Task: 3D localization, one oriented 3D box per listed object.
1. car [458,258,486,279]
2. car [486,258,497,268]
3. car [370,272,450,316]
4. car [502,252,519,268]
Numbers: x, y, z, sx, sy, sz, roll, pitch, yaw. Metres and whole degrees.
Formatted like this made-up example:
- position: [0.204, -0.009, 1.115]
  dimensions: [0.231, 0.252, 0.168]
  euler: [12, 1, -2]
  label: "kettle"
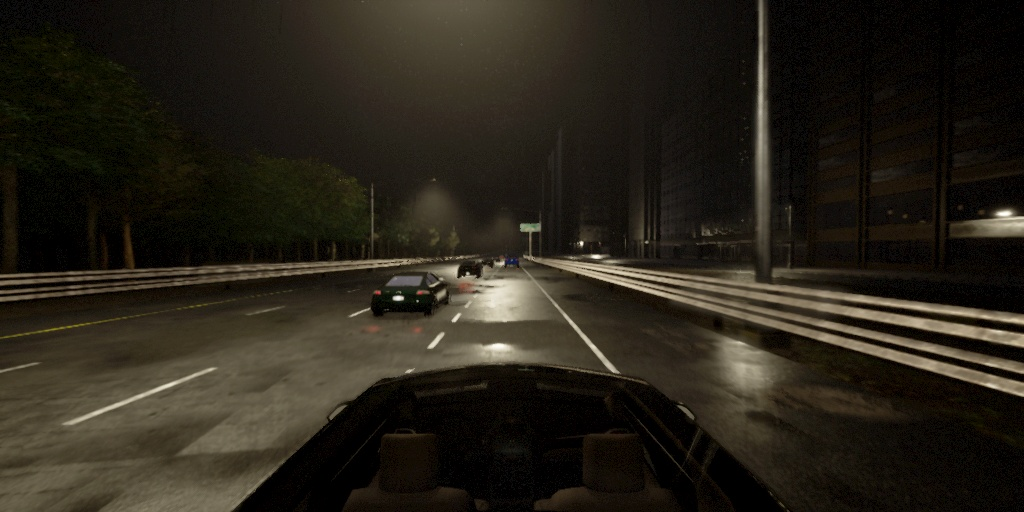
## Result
- position: [-3.540, 1.134, 31.077]
  dimensions: [1.837, 1.490, 4.892]
  euler: [0, 0, 0]
  label: "car"
- position: [-3.630, 1.039, 53.598]
  dimensions: [1.837, 1.490, 4.892]
  euler: [0, 0, 0]
  label: "car"
- position: [-3.504, 1.264, 13.052]
  dimensions: [1.994, 1.385, 4.181]
  euler: [0, 0, 0]
  label: "car"
- position: [-0.040, 0.741, 56.383]
  dimensions: [2.150, 2.045, 5.566]
  euler: [0, 0, 0]
  label: "car"
